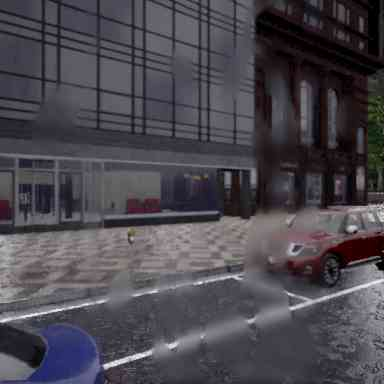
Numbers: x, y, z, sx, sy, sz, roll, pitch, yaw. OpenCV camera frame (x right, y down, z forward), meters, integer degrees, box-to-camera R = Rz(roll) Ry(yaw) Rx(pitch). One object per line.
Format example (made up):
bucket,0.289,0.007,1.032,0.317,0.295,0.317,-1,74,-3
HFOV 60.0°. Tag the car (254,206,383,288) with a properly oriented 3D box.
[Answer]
car,4.044,1.355,9.534,5.009,1.841,2.192,0,0,-35

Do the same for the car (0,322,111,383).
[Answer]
car,-2.643,1.520,1.494,4.674,1.442,1.812,0,0,-35
